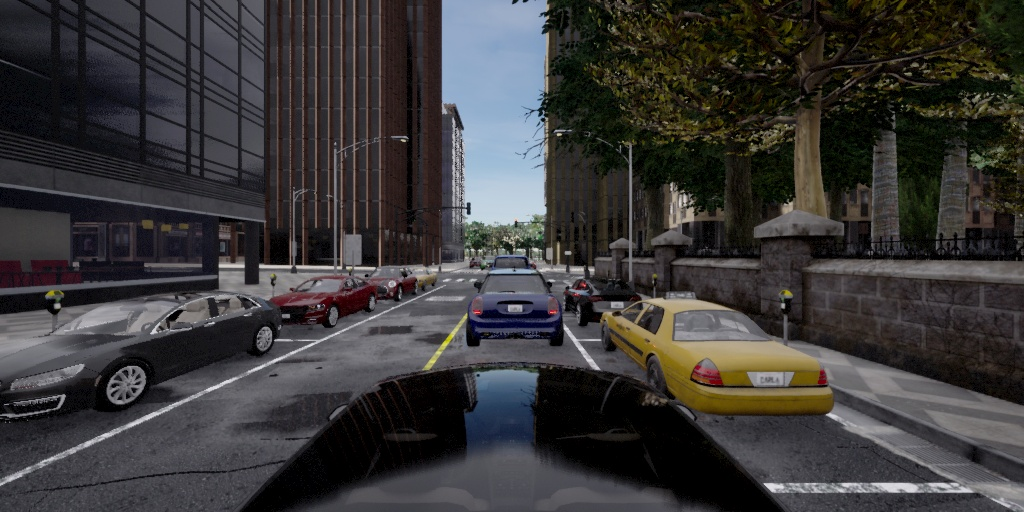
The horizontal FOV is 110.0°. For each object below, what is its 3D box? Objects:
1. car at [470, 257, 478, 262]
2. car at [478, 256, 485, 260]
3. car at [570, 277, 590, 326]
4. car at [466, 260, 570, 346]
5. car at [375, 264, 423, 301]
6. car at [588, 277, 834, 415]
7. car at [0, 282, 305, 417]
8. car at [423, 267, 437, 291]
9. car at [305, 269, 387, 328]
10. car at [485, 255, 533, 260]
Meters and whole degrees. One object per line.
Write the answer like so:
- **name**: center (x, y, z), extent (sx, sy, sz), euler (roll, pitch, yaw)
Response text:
- **car**: center (-5.884, 1.079, 59.726), extent (2.192, 1.841, 5.009), euler (0, 0, 0)
- **car**: center (-3.205, 0.982, 51.202), extent (2.150, 2.045, 5.566), euler (0, 0, -1)
- **car**: center (2.742, 1.316, 11.425), extent (1.948, 1.339, 4.313), euler (0, 0, 0)
- **car**: center (0.037, 1.102, 9.527), extent (2.097, 1.767, 4.553), euler (0, 0, -1)
- **car**: center (-5.795, 1.190, 16.862), extent (1.967, 1.591, 4.097), euler (0, 0, 0)
- **car**: center (2.753, 1.275, 6.138), extent (1.751, 1.417, 4.829), euler (0, 0, 0)
- **car**: center (-5.772, 1.300, 5.948), extent (2.007, 1.370, 4.403), euler (0, 0, 0)
- **car**: center (-5.806, 1.277, 22.149), extent (1.751, 1.417, 4.829), euler (0, 0, 0)
- **car**: center (-5.783, 1.295, 11.405), extent (1.888, 1.381, 4.507), euler (0, 0, 0)
- **car**: center (-0.031, 0.972, 18.961), extent (2.150, 2.045, 5.566), euler (0, 0, 0)
